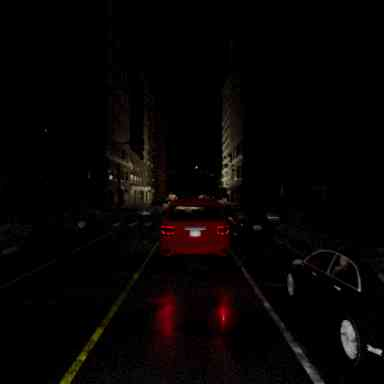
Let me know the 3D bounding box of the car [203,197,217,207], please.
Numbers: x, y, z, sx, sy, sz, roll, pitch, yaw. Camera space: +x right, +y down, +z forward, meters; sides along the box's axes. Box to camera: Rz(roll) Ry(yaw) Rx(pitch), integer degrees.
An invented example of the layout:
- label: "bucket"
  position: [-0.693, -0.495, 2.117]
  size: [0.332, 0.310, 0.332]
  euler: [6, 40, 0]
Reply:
- label: "car"
  position: [2.887, 1.568, 53.698]
  size: [1.967, 1.590, 4.097]
  euler: [0, 0, 0]

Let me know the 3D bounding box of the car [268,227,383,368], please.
- label: "car"
  position: [2.855, 1.560, 5.605]
  size: [2.008, 1.369, 4.403]
  euler: [0, 0, 0]

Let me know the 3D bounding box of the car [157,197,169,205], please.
- label: "car"
  position: [-5.618, 1.718, 64.527]
  size: [2.008, 1.369, 4.403]
  euler: [0, 0, 0]

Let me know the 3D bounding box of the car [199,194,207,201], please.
- label: "car"
  position: [2.952, 1.614, 91.561]
  size: [2.192, 1.841, 5.009]
  euler: [0, 0, 0]

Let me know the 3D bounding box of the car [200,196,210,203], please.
- label: "car"
  position: [2.925, 1.653, 75.334]
  size: [1.967, 1.590, 4.097]
  euler: [0, 0, 0]

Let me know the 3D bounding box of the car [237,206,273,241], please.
- label: "car"
  position: [2.855, 1.595, 16.608]
  size: [1.947, 1.339, 4.313]
  euler: [0, 0, 0]

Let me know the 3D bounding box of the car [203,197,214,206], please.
- label: "car"
  position: [2.897, 1.672, 59.277]
  size: [1.752, 1.417, 4.829]
  euler: [0, 0, 0]

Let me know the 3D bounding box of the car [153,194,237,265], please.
- label: "car"
  position: [0.097, 1.243, 11.878]
  size: [2.150, 2.045, 5.566]
  euler: [0, 0, 0]

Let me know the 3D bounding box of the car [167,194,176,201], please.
- label: "car"
  position: [-5.572, 1.614, 91.571]
  size: [2.192, 1.841, 5.009]
  euler: [0, 0, 0]

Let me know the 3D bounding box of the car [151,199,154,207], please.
- label: "car"
  position: [-5.638, 1.710, 53.710]
  size: [1.802, 1.307, 4.206]
  euler: [0, 0, 0]

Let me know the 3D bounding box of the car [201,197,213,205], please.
- label: "car"
  position: [2.907, 1.717, 64.515]
  size: [2.008, 1.369, 4.403]
  euler: [0, 0, 0]

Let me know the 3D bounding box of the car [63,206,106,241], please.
- label: "car"
  position: [-5.671, 1.470, 16.608]
  size: [1.967, 1.590, 4.097]
  euler: [0, 0, 0]

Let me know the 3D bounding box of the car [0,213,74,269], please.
- label: "car"
  position: [-5.671, 1.601, 11.106]
  size: [1.802, 1.307, 4.206]
  euler: [0, 0, 0]

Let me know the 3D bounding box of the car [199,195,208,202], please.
- label: "car"
  position: [2.944, 1.708, 86.152]
  size: [1.967, 1.590, 4.097]
  euler: [0, 0, 0]

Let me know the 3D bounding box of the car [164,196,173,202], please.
- label: "car"
  position: [-5.590, 1.764, 80.583]
  size: [1.752, 1.417, 4.829]
  euler: [0, 0, 0]
